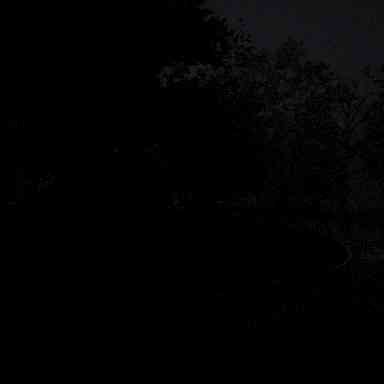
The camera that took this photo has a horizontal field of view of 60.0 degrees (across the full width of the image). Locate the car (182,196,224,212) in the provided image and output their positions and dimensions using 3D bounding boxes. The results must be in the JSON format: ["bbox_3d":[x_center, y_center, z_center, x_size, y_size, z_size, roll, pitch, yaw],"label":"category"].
[{"bbox_3d":[1.029,1.116,32.959,1.882,1.535,5.008,2,0,-39],"label":"car"}]

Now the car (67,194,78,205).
[{"bbox_3d":[-16.099,0.753,39.117,5.008,1.535,1.882,0,-1,-15],"label":"car"}]
